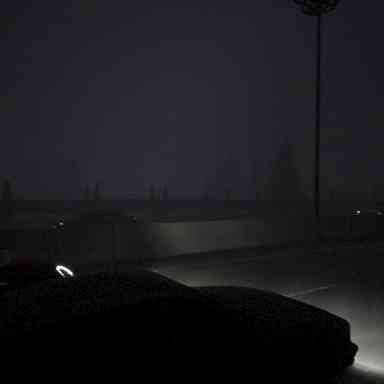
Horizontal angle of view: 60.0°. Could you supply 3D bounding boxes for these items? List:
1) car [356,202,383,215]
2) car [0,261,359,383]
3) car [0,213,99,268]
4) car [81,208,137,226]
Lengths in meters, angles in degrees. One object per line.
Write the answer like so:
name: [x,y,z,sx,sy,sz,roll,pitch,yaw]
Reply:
car: [13.214,1.435,22.278,4.553,1.767,2.097,0,0,-21]
car: [-0.673,1.539,3.174,5.357,1.411,2.033,0,0,-34]
car: [-4.036,1.325,4.998,4.553,1.767,2.097,0,0,-36]
car: [-4.962,1.528,17.180,4.181,1.385,1.994,0,0,-31]
